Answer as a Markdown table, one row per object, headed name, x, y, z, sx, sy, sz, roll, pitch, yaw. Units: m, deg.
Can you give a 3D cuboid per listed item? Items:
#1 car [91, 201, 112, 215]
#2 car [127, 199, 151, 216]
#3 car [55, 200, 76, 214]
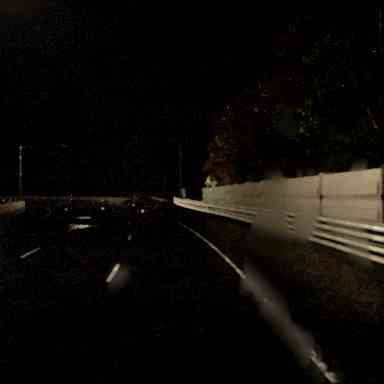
| name | x | y | z | sx | sy | sz | roll | pitch | yaw |
| --- | --- | --- | --- | --- | --- | --- | --- | --- | --- |
| car | -9.436 | 1.597 | 34.675 | 1.994 | 1.385 | 4.181 | 0 | 0 | -19 |
| car | -5.272 | 1.515 | 33.181 | 1.837 | 1.490 | 4.892 | 0 | 0 | -17 |
| car | -13.595 | 1.581 | 36.011 | 1.812 | 1.442 | 4.674 | 0 | 0 | -20 |
